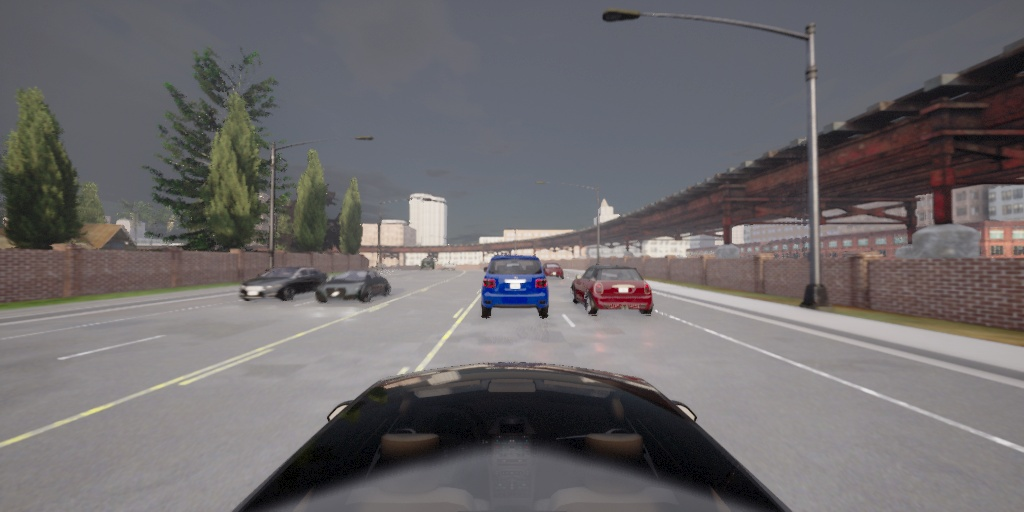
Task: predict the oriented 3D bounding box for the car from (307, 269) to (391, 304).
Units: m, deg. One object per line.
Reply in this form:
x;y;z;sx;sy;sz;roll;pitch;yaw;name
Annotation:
-7.105;1.333;16.434;1.994;1.385;4.181;0;0;0;car

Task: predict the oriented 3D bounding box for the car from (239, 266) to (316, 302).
-10.606;1.262;17.132;2.128;1.511;4.902;0;0;0;car

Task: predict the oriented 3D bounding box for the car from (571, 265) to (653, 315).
3.596;1.118;13.688;2.097;1.767;4.553;0;0;0;car

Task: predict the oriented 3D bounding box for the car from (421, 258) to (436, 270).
-13.852;1.289;59.325;2.150;2.045;5.566;0;-2;-14;car

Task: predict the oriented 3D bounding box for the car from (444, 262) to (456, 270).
-10.290;1.667;59.350;1.895;1.301;4.718;0;-2;-14;car

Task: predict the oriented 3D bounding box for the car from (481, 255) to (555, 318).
0.096;0.987;13.268;2.150;2.045;5.566;0;0;0;car

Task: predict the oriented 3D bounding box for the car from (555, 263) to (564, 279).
3.570;1.317;32.740;1.812;1.442;4.674;0;0;0;car
